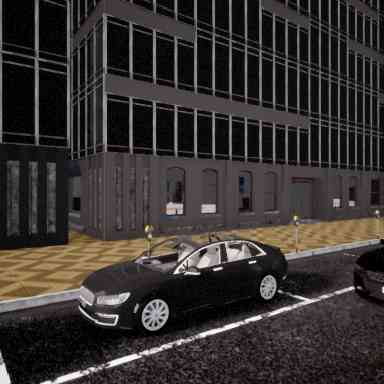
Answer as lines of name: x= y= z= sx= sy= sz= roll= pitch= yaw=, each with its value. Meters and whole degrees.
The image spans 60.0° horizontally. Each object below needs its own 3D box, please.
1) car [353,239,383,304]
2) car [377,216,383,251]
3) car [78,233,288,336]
car: x=5.521 y=1.477 z=7.314 sx=5.008 sy=1.535 sz=1.882 roll=0 pitch=0 yaw=-35
car: x=9.314 y=1.581 z=13.202 sx=4.206 sy=1.307 sz=1.802 roll=0 pitch=0 yaw=-35
car: x=0.045 y=1.551 z=6.592 sx=4.403 sy=1.369 sz=2.008 roll=0 pitch=0 yaw=-35
